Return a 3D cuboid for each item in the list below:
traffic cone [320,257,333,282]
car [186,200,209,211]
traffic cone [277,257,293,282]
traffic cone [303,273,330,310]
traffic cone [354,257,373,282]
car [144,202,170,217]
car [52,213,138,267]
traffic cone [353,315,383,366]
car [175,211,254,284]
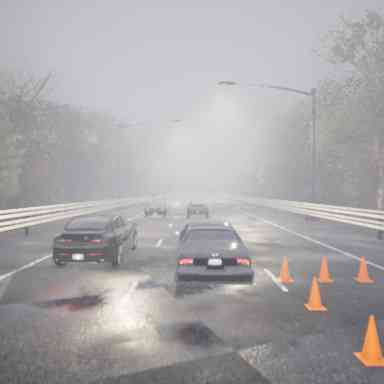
[{"bbox_3d":[3.365,1.947,8.464,0.340,0.580,0.340,0,0,-1],"label":"traffic cone"},{"bbox_3d":[0.486,1.419,29.411,2.128,1.511,4.902,0,0,0],"label":"car"},{"bbox_3d":[2.365,1.942,8.454,0.340,0.580,0.340,0,0,-1],"label":"traffic cone"},{"bbox_3d":[2.386,1.946,6.454,0.340,0.580,0.340,0,0,-1],"label":"traffic cone"},{"bbox_3d":[4.364,1.952,8.475,0.340,0.580,0.340,0,0,-1],"label":"traffic cone"},{"bbox_3d":[-3.049,1.514,29.890,1.895,1.301,4.718,0,0,1],"label":"car"},{"bbox_3d":[-3.027,1.458,11.197,1.837,1.490,4.892,0,0,0],"label":"car"},{"bbox_3d":[2.407,1.950,4.454,0.340,0.580,0.340,0,0,-1],"label":"traffic cone"},{"bbox_3d":[0.472,1.522,9.533,2.033,1.411,5.357,0,0,0],"label":"car"}]
